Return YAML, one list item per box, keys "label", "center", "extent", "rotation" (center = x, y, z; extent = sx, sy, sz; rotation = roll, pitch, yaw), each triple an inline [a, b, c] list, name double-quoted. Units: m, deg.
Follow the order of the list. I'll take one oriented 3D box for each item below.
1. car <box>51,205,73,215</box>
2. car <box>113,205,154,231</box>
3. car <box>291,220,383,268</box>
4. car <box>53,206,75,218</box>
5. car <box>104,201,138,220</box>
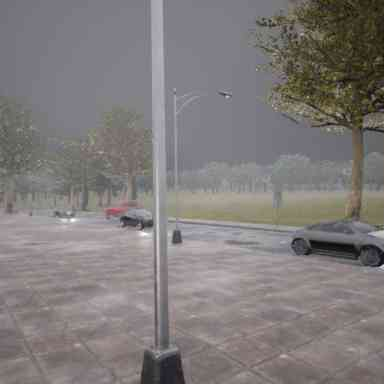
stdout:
- label: "car"
  center: [-21.665, 2.968, 55.356]
  extent: [2.033, 1.411, 5.357]
  rotation: [-1, -1, -36]
- label: "car"
  center: [-3.957, 2.030, 25.509]
  extent: [1.882, 1.535, 5.008]
  rotation: [-1, -1, -36]
- label: "car"
  center: [5.680, 1.711, 12.026]
  extent: [1.994, 1.385, 4.181]
  rotation: [-1, -1, -36]
- label: "car"
  center: [-16.792, 2.603, 43.613]
  extent: [2.128, 1.511, 4.902]
  rotation: [-1, -1, -35]
- label: "car"
  center: [-7.515, 1.976, 35.546]
  extent: [2.150, 2.045, 5.566]
  rotation: [-1, -1, -36]
